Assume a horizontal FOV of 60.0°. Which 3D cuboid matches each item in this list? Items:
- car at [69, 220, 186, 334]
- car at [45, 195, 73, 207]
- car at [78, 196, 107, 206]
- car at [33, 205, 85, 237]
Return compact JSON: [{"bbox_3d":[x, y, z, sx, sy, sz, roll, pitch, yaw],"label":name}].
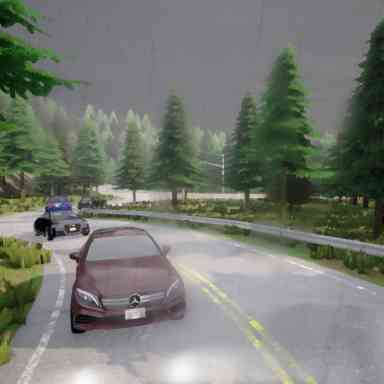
[{"bbox_3d":[-1.519,1.523,7.078,1.812,1.442,4.674,-2,0,-17],"label":"car"},{"bbox_3d":[-12.850,1.326,32.231,2.150,2.045,5.566,-1,0,-18],"label":"car"},{"bbox_3d":[-12.702,1.289,42.820,2.097,1.767,4.553,2,2,13],"label":"car"},{"bbox_3d":[-7.049,1.664,17.788,1.994,1.385,4.181,-4,2,-38],"label":"car"}]
